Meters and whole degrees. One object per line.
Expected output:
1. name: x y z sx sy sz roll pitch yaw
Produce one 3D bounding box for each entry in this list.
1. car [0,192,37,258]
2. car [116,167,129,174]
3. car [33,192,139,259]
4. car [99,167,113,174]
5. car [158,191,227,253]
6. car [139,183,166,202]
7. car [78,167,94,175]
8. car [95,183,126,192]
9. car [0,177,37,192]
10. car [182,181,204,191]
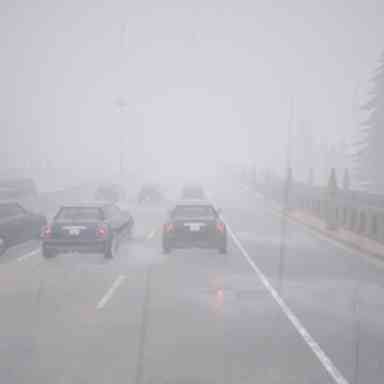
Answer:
1. car: -6.910 1.087 11.782 2.097 1.767 4.553 0 2 0
2. car: -14.027 -4.344 67.778 2.033 1.411 5.357 0 6 0
3. car: -3.410 1.087 11.773 2.097 1.767 4.553 0 2 0
4. car: -17.527 -4.331 67.778 1.994 1.385 4.181 0 6 0
5. car: 0.091 1.055 12.516 2.097 1.767 4.553 0 3 0
6. car: -3.415 -0.045 28.455 1.837 1.490 4.892 0 6 0
7. car: -21.027 -4.197 65.879 1.882 1.535 5.008 0 6 0
8. car: -6.915 -0.044 28.448 1.837 1.490 4.892 0 6 0
9. car: -14.109 -0.055 25.785 2.150 2.045 5.566 0 6 0
10. car: 0.086 -0.261 30.157 1.882 1.535 5.008 0 6 0
